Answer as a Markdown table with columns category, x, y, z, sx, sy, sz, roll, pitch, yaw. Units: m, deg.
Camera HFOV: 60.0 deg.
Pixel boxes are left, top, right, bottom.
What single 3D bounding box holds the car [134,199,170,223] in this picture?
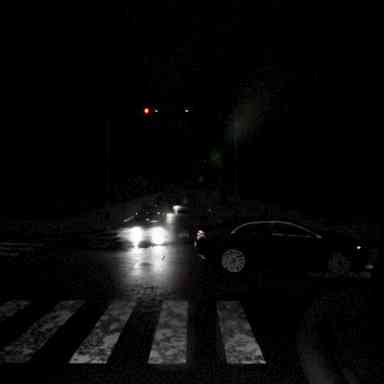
| category | x | y | z | sx | sy | sz | roll | pitch | yaw |
| --- | --- | --- | --- | --- | --- | --- | --- | --- | --- |
| car | -2.869 | 1.425 | 23.681 | 1.895 | 1.301 | 4.718 | 0 | 1 | 0 |

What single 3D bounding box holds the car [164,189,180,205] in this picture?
| category | x | y | z | sx | sy | sz | roll | pitch | yaw |
| --- | --- | --- | --- | --- | --- | --- | --- | --- | --- |
| car | -2.873 | 0.682 | 45.274 | 2.150 | 2.045 | 5.566 | 0 | 2 | 0 |

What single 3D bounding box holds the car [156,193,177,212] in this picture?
| category | x | y | z | sx | sy | sz | roll | pitch | yaw |
| --- | --- | --- | --- | --- | --- | --- | --- | --- | --- |
| car | -2.875 | 1.170 | 33.794 | 1.837 | 1.490 | 4.892 | 0 | 1 | 0 |

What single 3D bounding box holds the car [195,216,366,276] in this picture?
| category | x | y | z | sx | sy | sz | roll | pitch | yaw |
| --- | --- | --- | --- | --- | --- | --- | --- | --- | --- |
| car | 2.529 | 1.497 | 9.902 | 4.902 | 1.511 | 2.128 | 1 | 1 | 0 |
